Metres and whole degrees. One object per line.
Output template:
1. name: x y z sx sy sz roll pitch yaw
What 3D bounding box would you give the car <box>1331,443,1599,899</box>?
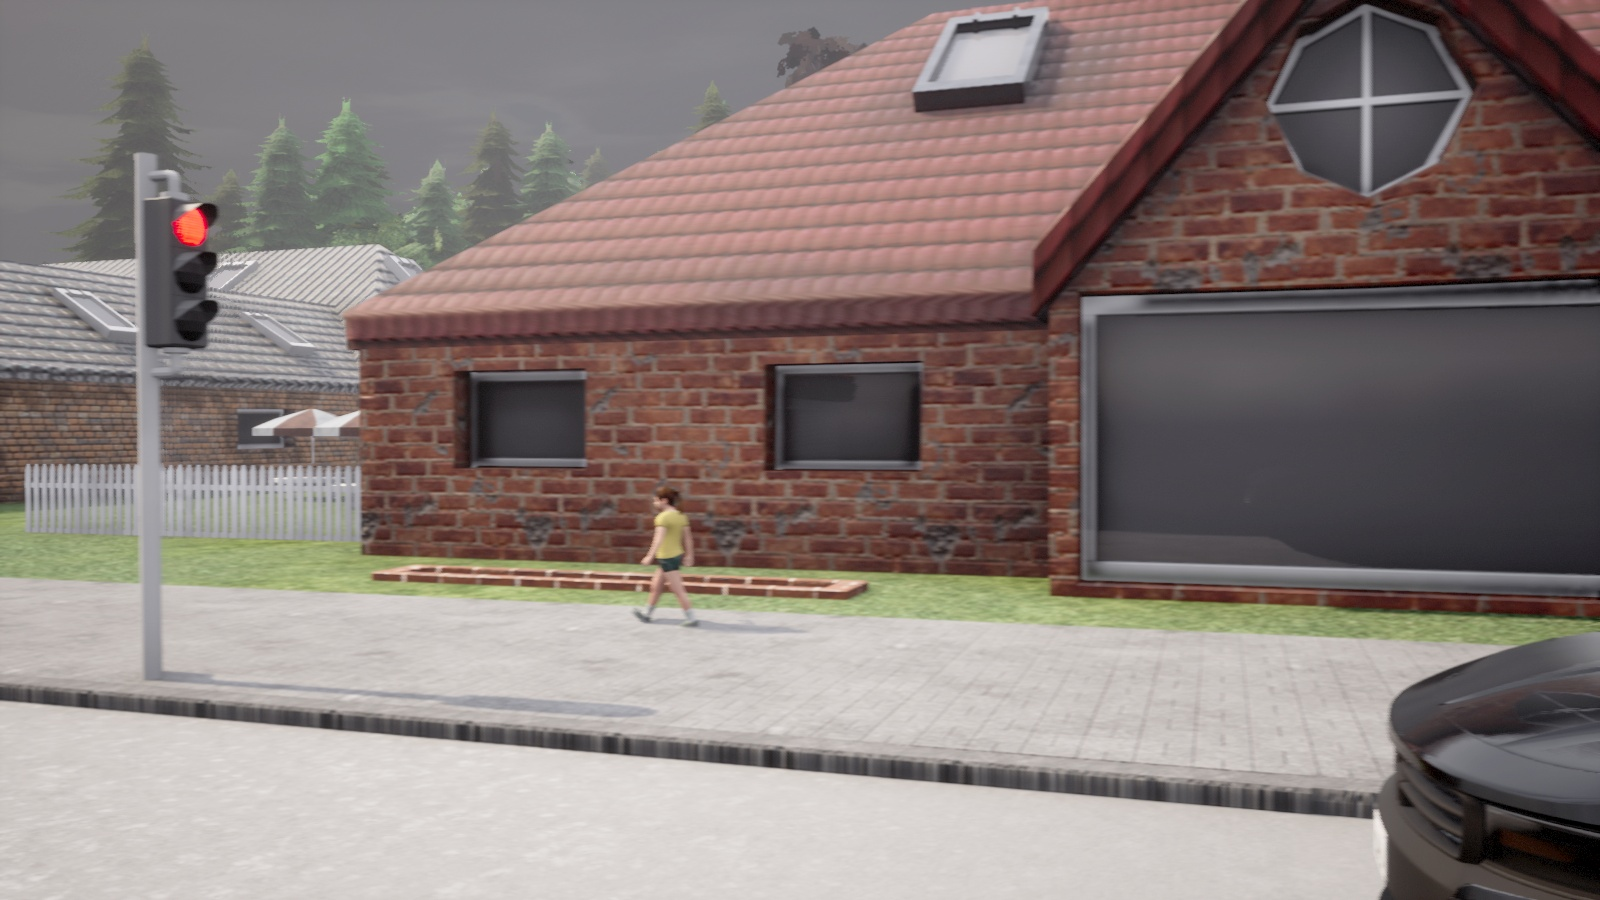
1. car: 3.812 0.780 2.425 5.008 1.535 1.882 1 1 19

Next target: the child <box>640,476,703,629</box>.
1. child: -0.966 0.761 9.453 0.394 1.110 0.255 1 1 19
